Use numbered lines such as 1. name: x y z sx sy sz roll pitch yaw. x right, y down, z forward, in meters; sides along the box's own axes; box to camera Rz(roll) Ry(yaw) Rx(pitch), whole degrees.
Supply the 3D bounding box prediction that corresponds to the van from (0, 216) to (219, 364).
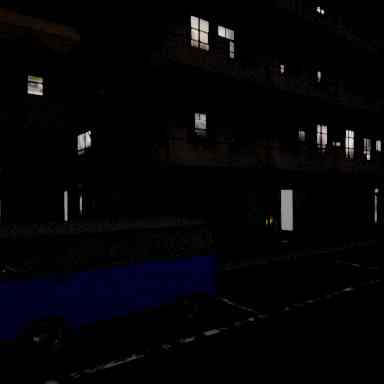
1. van: -1.424 1.341 5.554 3.998 1.788 1.690 0 0 -36
